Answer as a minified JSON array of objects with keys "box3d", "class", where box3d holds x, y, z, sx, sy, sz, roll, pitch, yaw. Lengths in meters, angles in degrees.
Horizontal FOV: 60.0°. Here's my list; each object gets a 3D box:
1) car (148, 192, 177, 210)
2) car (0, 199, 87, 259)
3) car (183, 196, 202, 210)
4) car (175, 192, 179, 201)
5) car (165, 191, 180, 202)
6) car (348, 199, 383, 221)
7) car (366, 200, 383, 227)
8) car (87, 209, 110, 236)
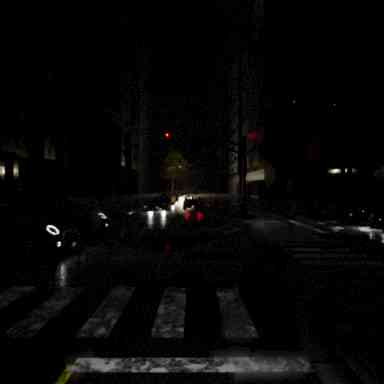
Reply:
[{"box3d":[-3.127,1.045,34.019,2.033,1.411,5.357,0,1,4],"class":"car"},{"box3d":[-6.257,1.186,11.283,4.553,1.767,2.097,0,1,0],"class":"car"},{"box3d":[0.070,1.089,34.657,1.895,1.301,4.718,0,1,0],"class":"car"},{"box3d":[-3.150,0.831,43.821,1.882,1.535,5.008,0,1,0],"class":"car"},{"box3d":[-3.119,0.696,53.982,2.128,1.511,4.902,0,1,0],"class":"car"},{"box3d":[12.582,1.181,21.191,4.902,1.511,2.128,0,1,0],"class":"car"},{"box3d":[12.149,1.307,17.942,4.181,1.385,1.994,0,1,0],"class":"car"},{"box3d":[-6.227,1.112,15.812,4.553,1.767,2.097,0,1,-16],"class":"car"}]
